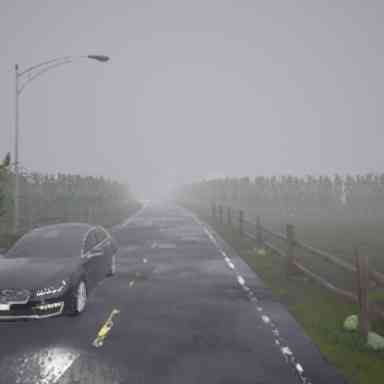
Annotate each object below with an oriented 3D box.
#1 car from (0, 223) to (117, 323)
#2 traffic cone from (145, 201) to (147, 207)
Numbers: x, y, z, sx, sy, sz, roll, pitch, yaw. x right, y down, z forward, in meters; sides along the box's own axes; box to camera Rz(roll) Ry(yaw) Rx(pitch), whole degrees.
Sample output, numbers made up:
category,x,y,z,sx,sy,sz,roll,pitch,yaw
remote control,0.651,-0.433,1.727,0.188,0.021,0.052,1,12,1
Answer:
category,x,y,z,sx,sy,sz,roll,pitch,yaw
car,-2.969,1.536,7.575,1.837,1.490,4.892,0,0,-1
traffic cone,-7.412,2.143,54.011,0.340,0.580,0.340,0,0,-7
